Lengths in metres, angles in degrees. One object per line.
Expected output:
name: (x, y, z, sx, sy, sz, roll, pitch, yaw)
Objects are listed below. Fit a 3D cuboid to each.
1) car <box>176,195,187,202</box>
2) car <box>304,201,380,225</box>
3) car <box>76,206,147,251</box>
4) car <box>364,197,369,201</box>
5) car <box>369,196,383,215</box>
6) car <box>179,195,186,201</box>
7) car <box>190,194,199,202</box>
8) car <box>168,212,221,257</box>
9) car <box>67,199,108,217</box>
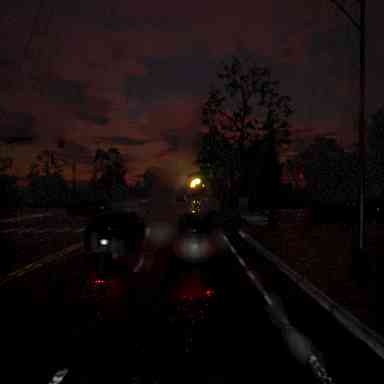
car: (-2.670, 1.714, 78.777, 1.994, 1.385, 4.181, 0, 0, 1)
car: (11.039, 1.630, 25.167, 4.892, 1.490, 1.837, 0, 0, 3)
car: (-3.150, 1.544, 14.337, 1.837, 1.490, 4.892, 0, 0, 0)
car: (18.474, 1.346, 34.624, 4.553, 1.767, 2.097, 0, 1, 3)
car: (20.308, 1.253, 31.283, 5.566, 2.045, 2.150, 0, 1, 3)
car: (-2.498, 1.552, 88.811, 1.882, 1.535, 5.008, 0, 0, 1)
car: (0.574, 1.388, 78.368, 2.150, 2.045, 5.566, 0, 0, 1)
car: (0.099, 1.540, 13.104, 1.837, 1.490, 4.892, 0, 0, 0)
car: (-9.647, 1.451, 30.853, 4.553, 1.767, 2.097, 1, 1, 39)
